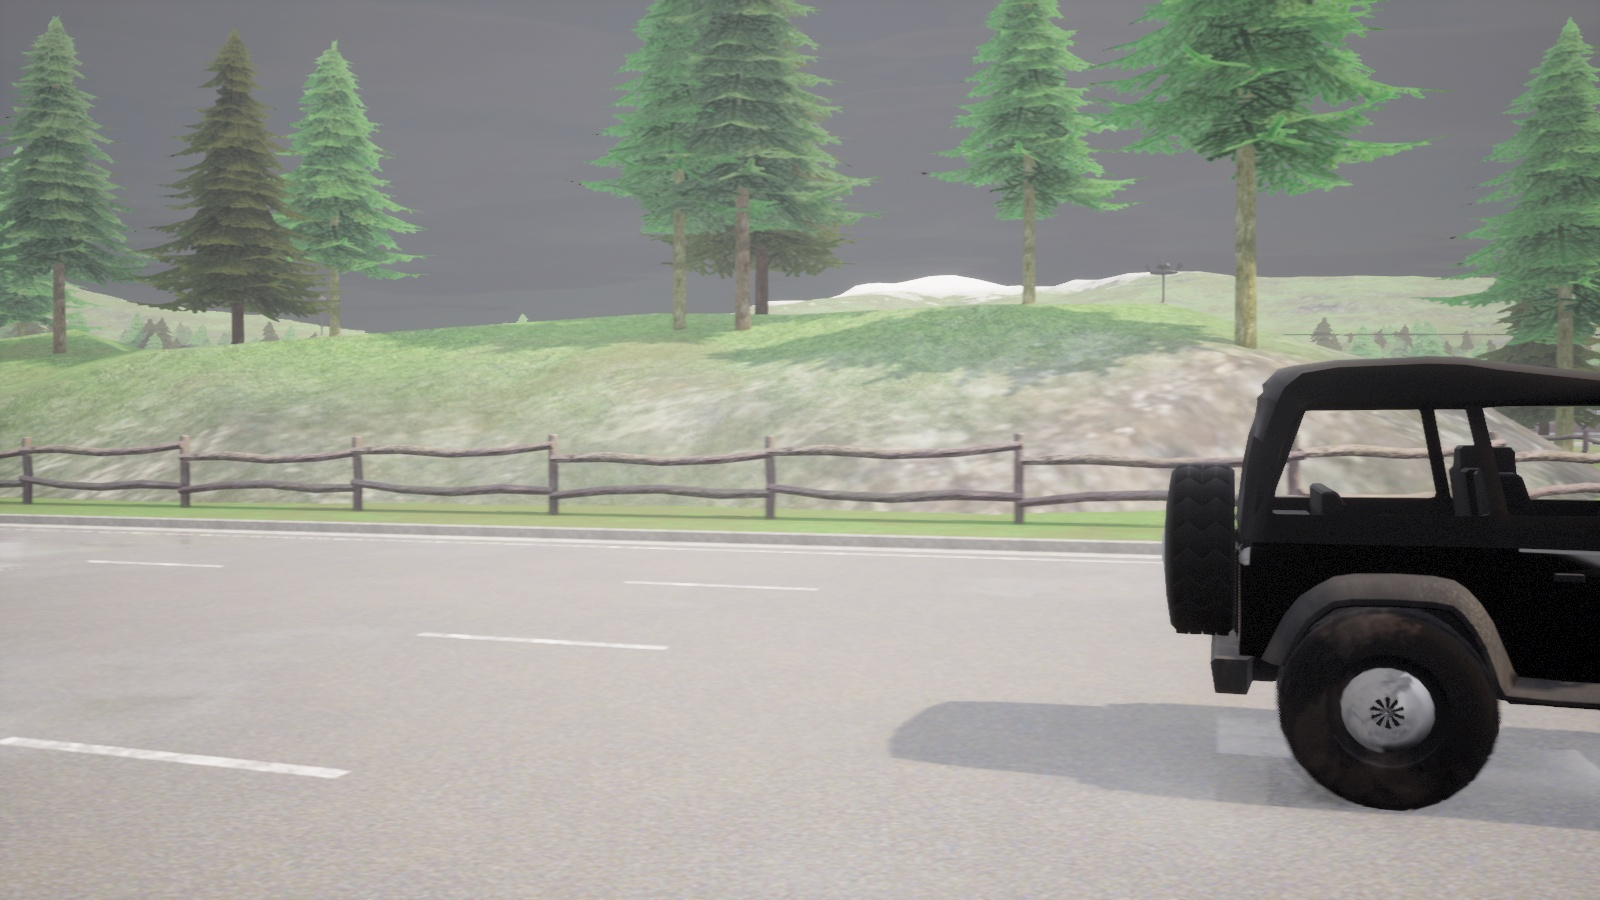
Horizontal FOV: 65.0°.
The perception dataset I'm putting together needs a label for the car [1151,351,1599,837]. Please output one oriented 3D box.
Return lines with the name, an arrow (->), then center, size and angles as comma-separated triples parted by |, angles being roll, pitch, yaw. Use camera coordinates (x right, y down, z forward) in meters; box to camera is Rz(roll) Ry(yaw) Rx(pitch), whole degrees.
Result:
car -> 3.644, 0.546, 5.656 | 3.866, 1.878, 1.905 | 1, 1, 19
